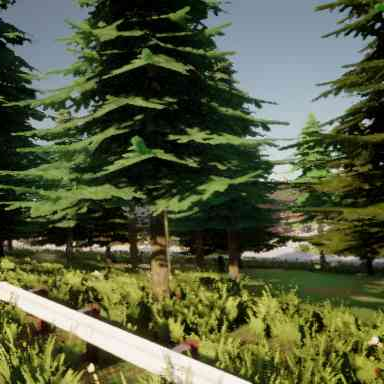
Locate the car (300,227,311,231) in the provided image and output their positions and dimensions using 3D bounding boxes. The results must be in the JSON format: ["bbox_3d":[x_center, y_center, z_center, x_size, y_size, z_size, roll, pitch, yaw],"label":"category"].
[{"bbox_3d":[27.774,8.752,80.717,1.816,1.474,4.193,1,1,37],"label":"car"}]
